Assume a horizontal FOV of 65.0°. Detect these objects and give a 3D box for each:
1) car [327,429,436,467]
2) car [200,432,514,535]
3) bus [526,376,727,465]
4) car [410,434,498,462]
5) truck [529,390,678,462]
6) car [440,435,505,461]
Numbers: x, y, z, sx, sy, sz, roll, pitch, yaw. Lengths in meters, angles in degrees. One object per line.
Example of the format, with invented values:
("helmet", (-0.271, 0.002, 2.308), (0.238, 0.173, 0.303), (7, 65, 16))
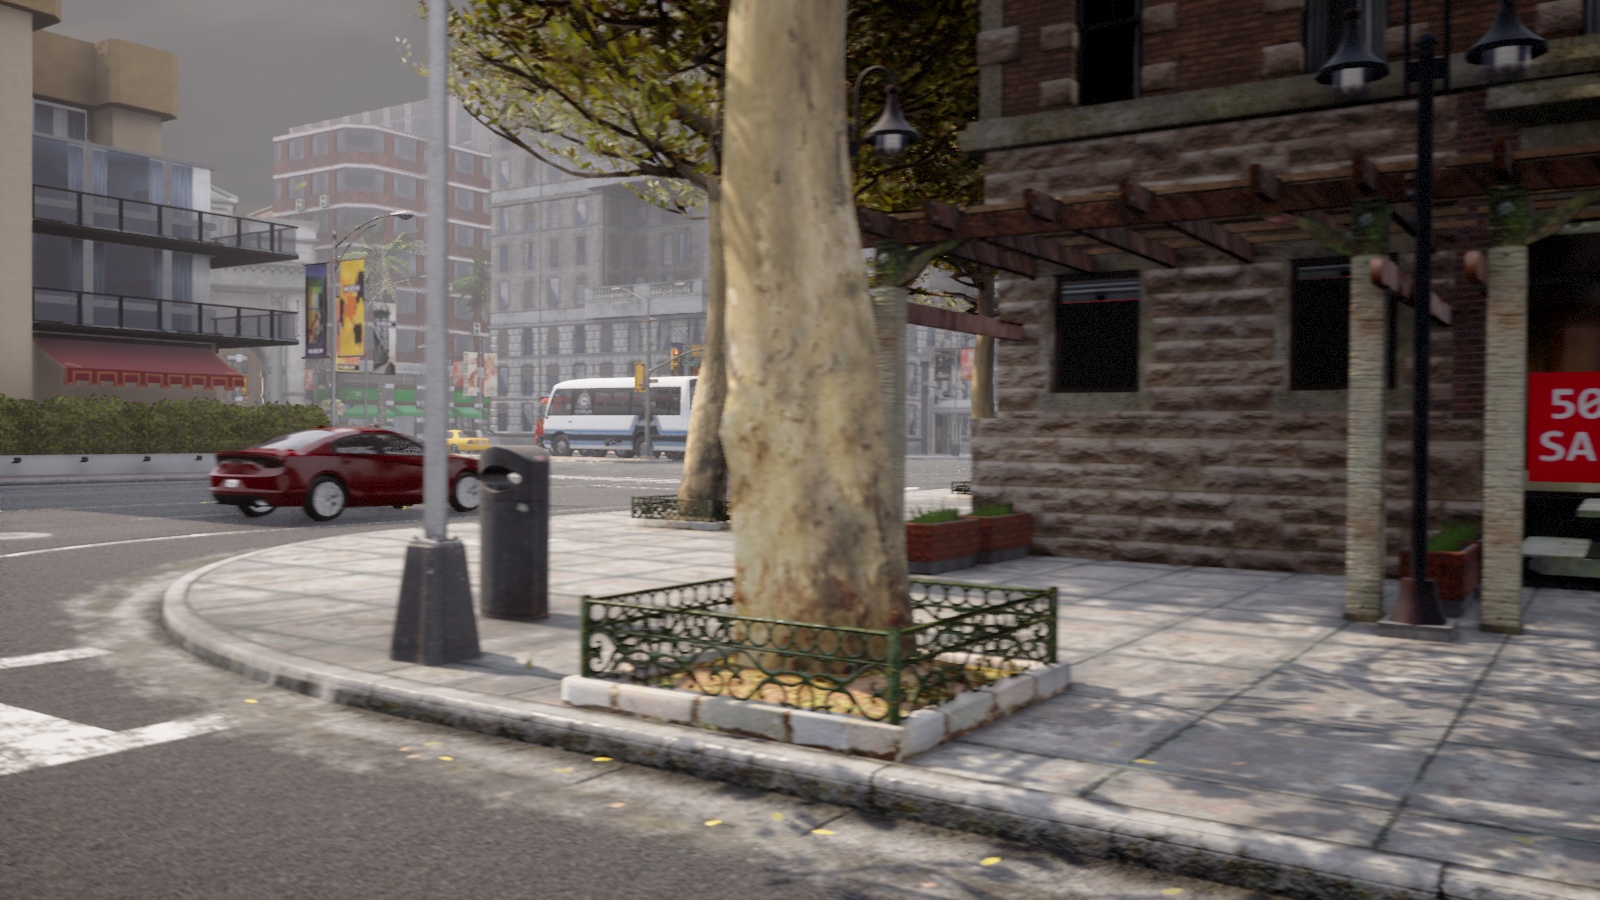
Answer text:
("car", (-19.398, -0.107, 58.127), (5.027, 1.651, 2.152), (0, 1, 34))
("car", (-7.407, 0.482, 21.583), (1.882, 1.535, 5.008), (0, 1, 31))
("bus", (-9.077, -1.451, 65.044), (10.273, 4.253, 3.944), (0, 1, 34))
("car", (-19.980, -0.136, 72.336), (5.366, 1.575, 1.801), (0, 1, 34))
("truck", (-11.119, -1.296, 70.615), (8.468, 3.827, 2.891), (0, 1, 34))
("car", (-19.947, -0.118, 76.521), (3.633, 1.501, 1.845), (0, 1, 34))
